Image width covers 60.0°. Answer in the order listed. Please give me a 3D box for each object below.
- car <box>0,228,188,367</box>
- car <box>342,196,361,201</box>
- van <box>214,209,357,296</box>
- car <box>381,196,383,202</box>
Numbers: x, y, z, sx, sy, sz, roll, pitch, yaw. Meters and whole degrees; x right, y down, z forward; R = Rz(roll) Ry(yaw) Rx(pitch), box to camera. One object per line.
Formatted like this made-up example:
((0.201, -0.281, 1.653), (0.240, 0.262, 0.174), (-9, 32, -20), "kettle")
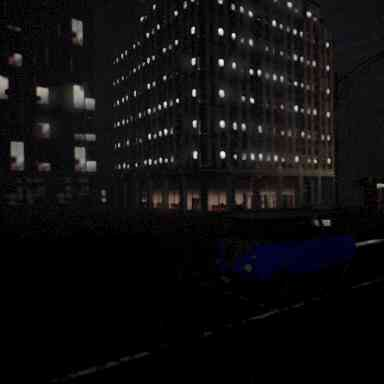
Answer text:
((-2.166, 1.440, 5.033), (4.097, 1.590, 1.967), (0, -1, -35), "car")
((40.036, 1.660, 83.496), (1.947, 1.339, 4.313), (-2, 1, -41), "car")
((2.413, 1.337, 8.302), (3.998, 1.788, 1.690), (0, -1, -35), "van")
((41.028, 1.648, 69.503), (1.967, 1.590, 4.097), (-2, 1, -41), "car")
